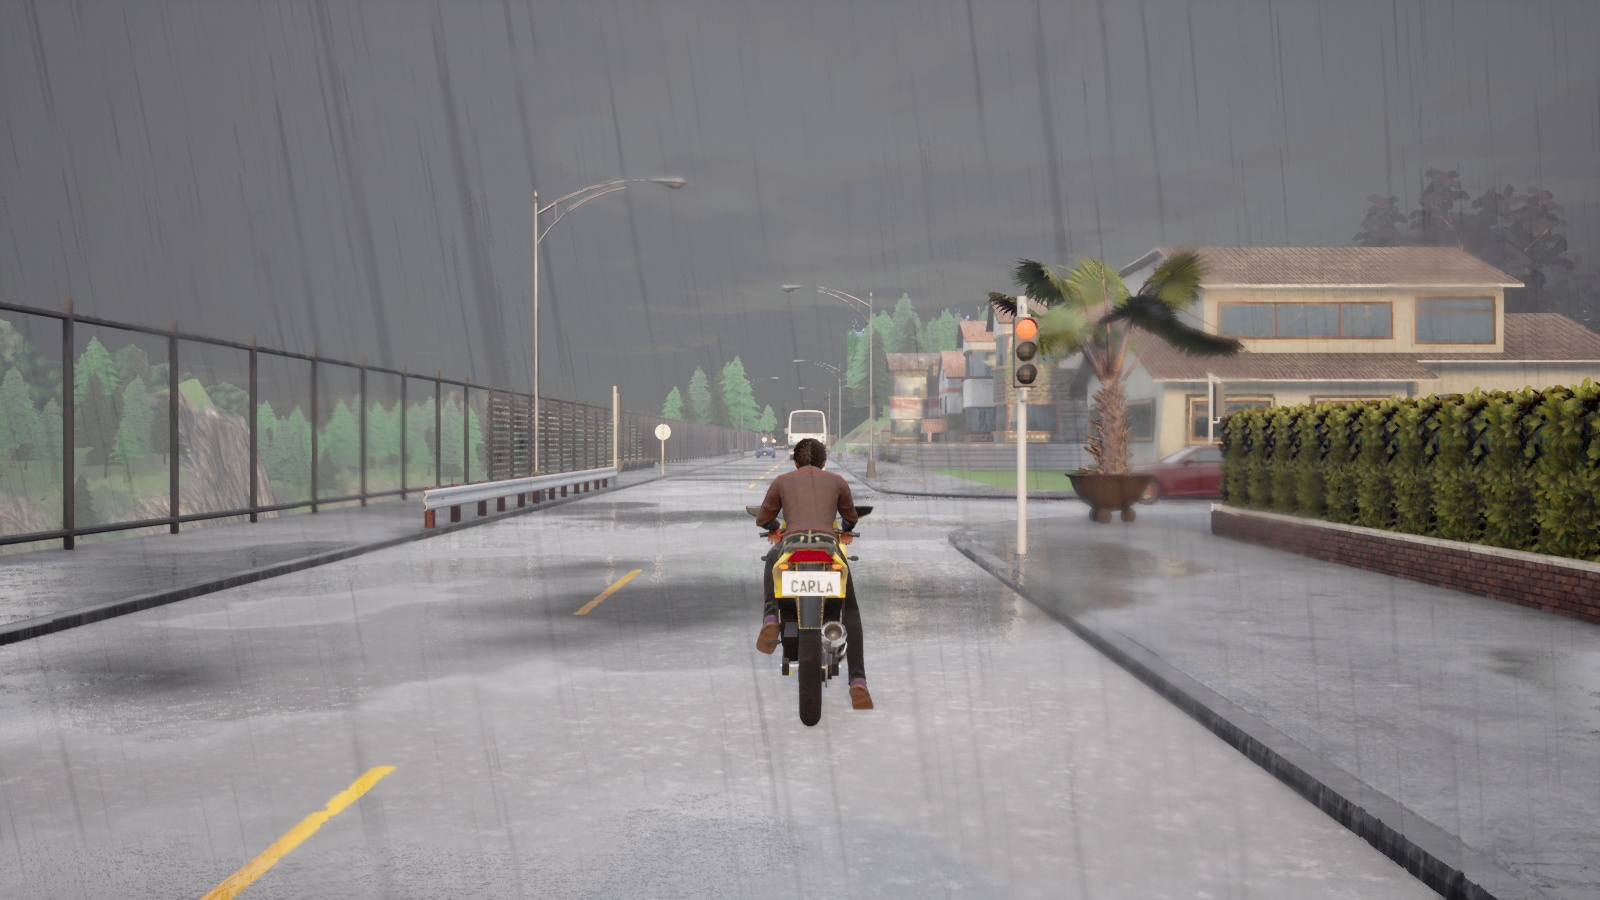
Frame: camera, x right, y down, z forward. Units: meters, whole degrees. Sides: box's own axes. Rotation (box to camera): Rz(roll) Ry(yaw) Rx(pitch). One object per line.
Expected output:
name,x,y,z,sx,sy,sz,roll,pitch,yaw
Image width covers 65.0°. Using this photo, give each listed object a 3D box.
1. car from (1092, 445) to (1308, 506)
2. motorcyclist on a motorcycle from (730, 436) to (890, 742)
car,9.681,0.607,30.648,4.674,1.442,1.812,0,0,0
motorcyclist on a motorcycle,0.056,0.688,7.269,0.797,1.523,2.044,0,0,0
